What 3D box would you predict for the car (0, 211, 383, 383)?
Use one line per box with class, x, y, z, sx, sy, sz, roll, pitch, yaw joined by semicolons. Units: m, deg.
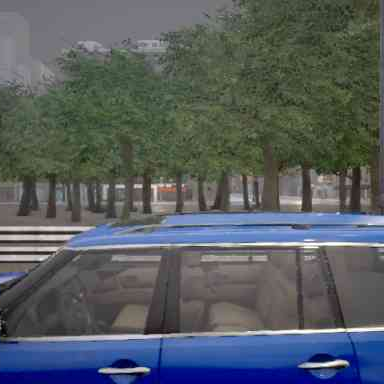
car;-0.265;1.225;2.936;5.566;2.045;2.150;0;0;1
